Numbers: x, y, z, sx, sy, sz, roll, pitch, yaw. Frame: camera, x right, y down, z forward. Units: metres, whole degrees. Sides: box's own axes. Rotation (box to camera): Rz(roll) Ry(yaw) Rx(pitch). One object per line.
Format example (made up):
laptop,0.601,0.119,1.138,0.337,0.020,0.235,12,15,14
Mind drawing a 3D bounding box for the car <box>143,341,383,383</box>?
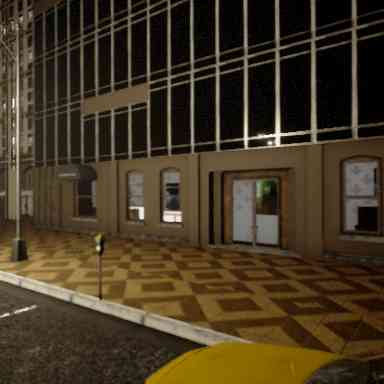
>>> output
car,1.622,1.525,1.721,4.829,1.417,1.752,0,0,36
